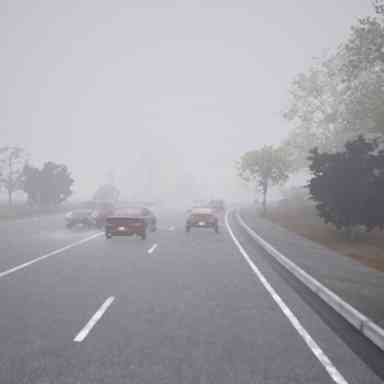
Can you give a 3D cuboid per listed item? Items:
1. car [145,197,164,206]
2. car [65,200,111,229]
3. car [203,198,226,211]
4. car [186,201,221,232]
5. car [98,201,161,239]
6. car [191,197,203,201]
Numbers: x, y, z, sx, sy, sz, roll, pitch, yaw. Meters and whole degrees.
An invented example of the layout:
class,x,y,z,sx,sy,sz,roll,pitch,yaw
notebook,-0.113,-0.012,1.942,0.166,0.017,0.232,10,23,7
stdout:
class,x,y,z,sx,sy,sz,roll,pitch,yaw
car,-5.855,1.532,50.472,2.033,1.411,5.357,0,0,14
car,-6.431,1.345,21.718,2.097,1.767,4.553,0,0,4
car,3.101,1.496,41.044,2.128,1.511,4.902,0,0,10
car,0.657,1.526,20.255,1.812,1.442,4.674,0,0,3
car,-3.016,1.475,17.273,1.882,1.535,5.008,0,0,2
car,1.214,1.557,62.486,1.994,1.385,4.181,0,0,18
